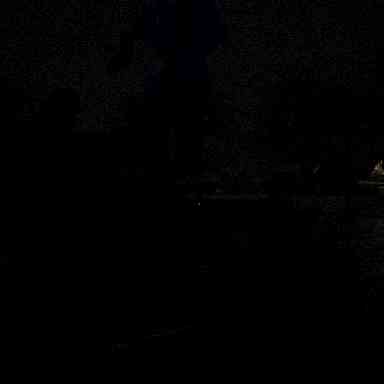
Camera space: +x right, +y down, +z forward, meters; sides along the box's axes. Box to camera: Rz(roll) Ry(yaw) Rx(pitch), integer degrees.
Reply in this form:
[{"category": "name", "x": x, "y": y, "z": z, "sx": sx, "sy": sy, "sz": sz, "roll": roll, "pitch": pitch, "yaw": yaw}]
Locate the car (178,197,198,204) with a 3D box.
[{"category": "car", "x": -0.943, "y": 1.352, "z": 41.162, "sx": 1.882, "sy": 1.535, "sz": 5.008, "roll": 0, "pitch": 0, "yaw": -36}]
